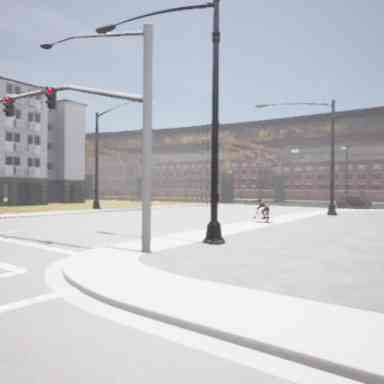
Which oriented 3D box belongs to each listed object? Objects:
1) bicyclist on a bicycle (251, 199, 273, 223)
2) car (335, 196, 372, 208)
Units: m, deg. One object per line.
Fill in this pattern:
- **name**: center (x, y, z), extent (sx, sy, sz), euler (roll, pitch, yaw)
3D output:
- **bicyclist on a bicycle**: center (4.709, 1.286, 22.432), extent (1.656, 1.620, 0.582), euler (1, 0, 34)
- **car**: center (22.461, 1.332, 46.165), extent (4.553, 1.767, 2.097), euler (0, 0, -5)
